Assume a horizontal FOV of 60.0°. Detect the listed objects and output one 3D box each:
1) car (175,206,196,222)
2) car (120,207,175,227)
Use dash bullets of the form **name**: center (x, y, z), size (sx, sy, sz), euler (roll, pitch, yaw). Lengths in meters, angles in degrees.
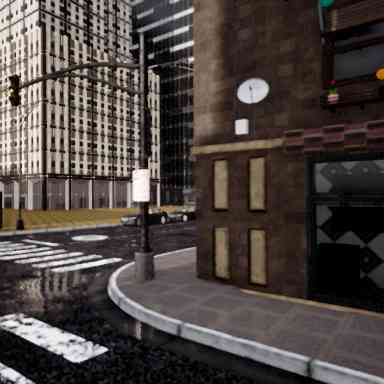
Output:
- **car**: center (-0.471, 1.984, 30.566), size (2.008, 1.369, 4.403), euler (-2, -2, 35)
- **car**: center (-3.670, 1.903, 26.007), size (2.008, 1.369, 4.403), euler (-2, -2, 35)
